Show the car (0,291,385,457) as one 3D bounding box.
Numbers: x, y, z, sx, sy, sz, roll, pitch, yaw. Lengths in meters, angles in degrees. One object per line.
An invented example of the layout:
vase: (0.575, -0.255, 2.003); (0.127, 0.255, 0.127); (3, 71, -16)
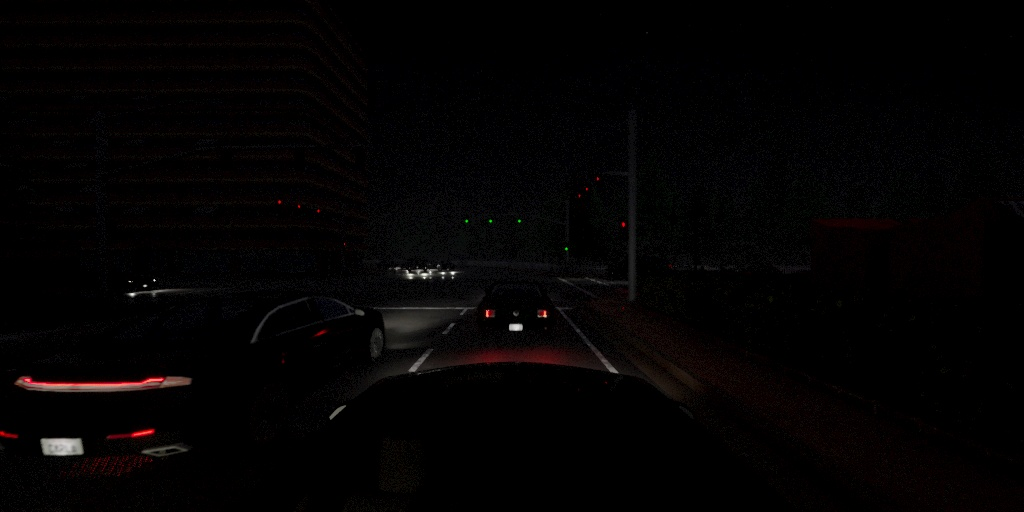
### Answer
car: (-3.424, 1.243, 5.171); (2.128, 1.511, 4.902); (0, 0, 0)

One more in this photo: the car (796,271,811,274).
car: (24.808, 1.409, 27.710); (4.718, 1.301, 1.895); (0, 0, 0)

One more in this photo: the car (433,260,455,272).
car: (-8.879, 1.302, 47.737); (2.033, 1.411, 5.357); (0, 0, -18)

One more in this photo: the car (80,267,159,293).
car: (-24.076, 1.355, 20.956); (5.357, 1.411, 2.033); (0, 0, 1)

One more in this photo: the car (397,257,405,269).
car: (-15.370, 1.281, 53.767); (1.812, 1.442, 4.674); (0, 0, -31)

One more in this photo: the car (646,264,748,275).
car: (10.514, 1.333, 20.647); (4.674, 1.442, 1.812); (0, 0, 1)

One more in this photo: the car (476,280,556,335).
car: (0.116, 1.352, 10.472); (1.895, 1.301, 4.718); (0, 0, 1)

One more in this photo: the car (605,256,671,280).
car: (11.084, 1.030, 31.354); (5.566, 2.045, 2.150); (0, 0, 1)

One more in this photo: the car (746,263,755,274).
car: (15.641, 1.409, 27.794); (4.718, 1.301, 1.895); (0, 0, 1)

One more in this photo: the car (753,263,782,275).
car: (20.851, 1.334, 31.234); (4.674, 1.442, 1.812); (0, 0, 0)

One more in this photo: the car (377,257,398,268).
car: (-21.433, 1.320, 61.621); (4.181, 1.385, 1.994); (0, 0, 43)

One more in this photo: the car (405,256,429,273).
car: (-11.802, 0.976, 44.793); (2.150, 2.045, 5.566); (0, 0, -15)

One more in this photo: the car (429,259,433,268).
car: (-12.901, 1.260, 56.423); (1.837, 1.490, 4.892); (0, 0, -32)
